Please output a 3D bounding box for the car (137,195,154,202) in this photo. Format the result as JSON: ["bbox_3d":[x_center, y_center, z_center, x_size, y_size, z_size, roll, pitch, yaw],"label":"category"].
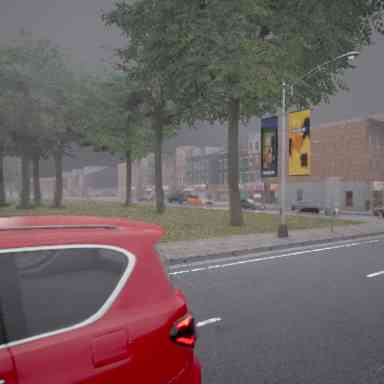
[{"bbox_3d":[-9.758,1.340,69.049,2.128,1.511,4.902,1,0,-36],"label":"car"}]

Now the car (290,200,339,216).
[{"bbox_3d":[12.213,1.568,33.265,2.128,1.511,4.902,1,0,-36],"label":"car"}]

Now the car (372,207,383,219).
[{"bbox_3d":[18.553,1.691,29.348,4.674,1.442,1.812,1,1,44],"label":"car"}]

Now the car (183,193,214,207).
[{"bbox_3d":[1.161,1.273,48.743,2.097,1.767,4.553,1,0,-35],"label":"car"}]

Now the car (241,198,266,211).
[{"bbox_3d":[6.883,1.519,40.721,1.812,1.442,4.674,1,0,-36],"label":"car"}]

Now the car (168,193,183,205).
[{"bbox_3d":[-2.138,1.112,58.410,2.150,2.045,5.566,1,0,-36],"label":"car"}]

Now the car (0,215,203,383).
[{"bbox_3d":[-2.519,1.225,1.882,5.566,2.045,2.150,0,0,-36],"label":"car"}]
